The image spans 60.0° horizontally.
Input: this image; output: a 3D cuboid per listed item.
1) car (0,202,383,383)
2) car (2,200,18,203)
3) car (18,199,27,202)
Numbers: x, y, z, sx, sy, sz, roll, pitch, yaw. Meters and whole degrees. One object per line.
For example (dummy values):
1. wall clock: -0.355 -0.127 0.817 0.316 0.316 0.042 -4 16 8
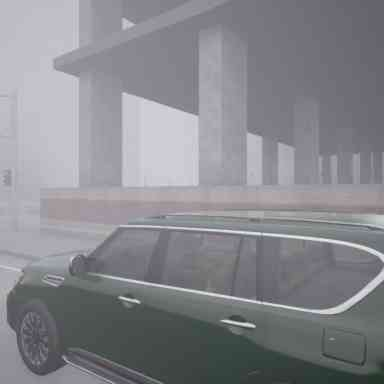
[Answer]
1. car: 0.098 1.221 3.915 5.566 2.045 2.150 0 0 36
2. car: -18.343 1.533 33.797 1.882 1.535 5.008 0 0 36
3. car: -14.293 1.547 33.442 2.128 1.511 4.902 0 0 36
